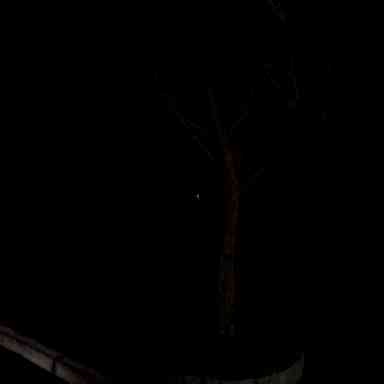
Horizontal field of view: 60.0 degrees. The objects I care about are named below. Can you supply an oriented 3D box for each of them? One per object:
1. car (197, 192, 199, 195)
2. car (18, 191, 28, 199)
[{"bbox_3d":[2.749,0.934,70.019,2.150,2.045,5.566,1,0,32],"label":"car"},{"bbox_3d":[-21.446,0.924,38.479,2.150,2.045,5.566,1,0,32],"label":"car"}]
